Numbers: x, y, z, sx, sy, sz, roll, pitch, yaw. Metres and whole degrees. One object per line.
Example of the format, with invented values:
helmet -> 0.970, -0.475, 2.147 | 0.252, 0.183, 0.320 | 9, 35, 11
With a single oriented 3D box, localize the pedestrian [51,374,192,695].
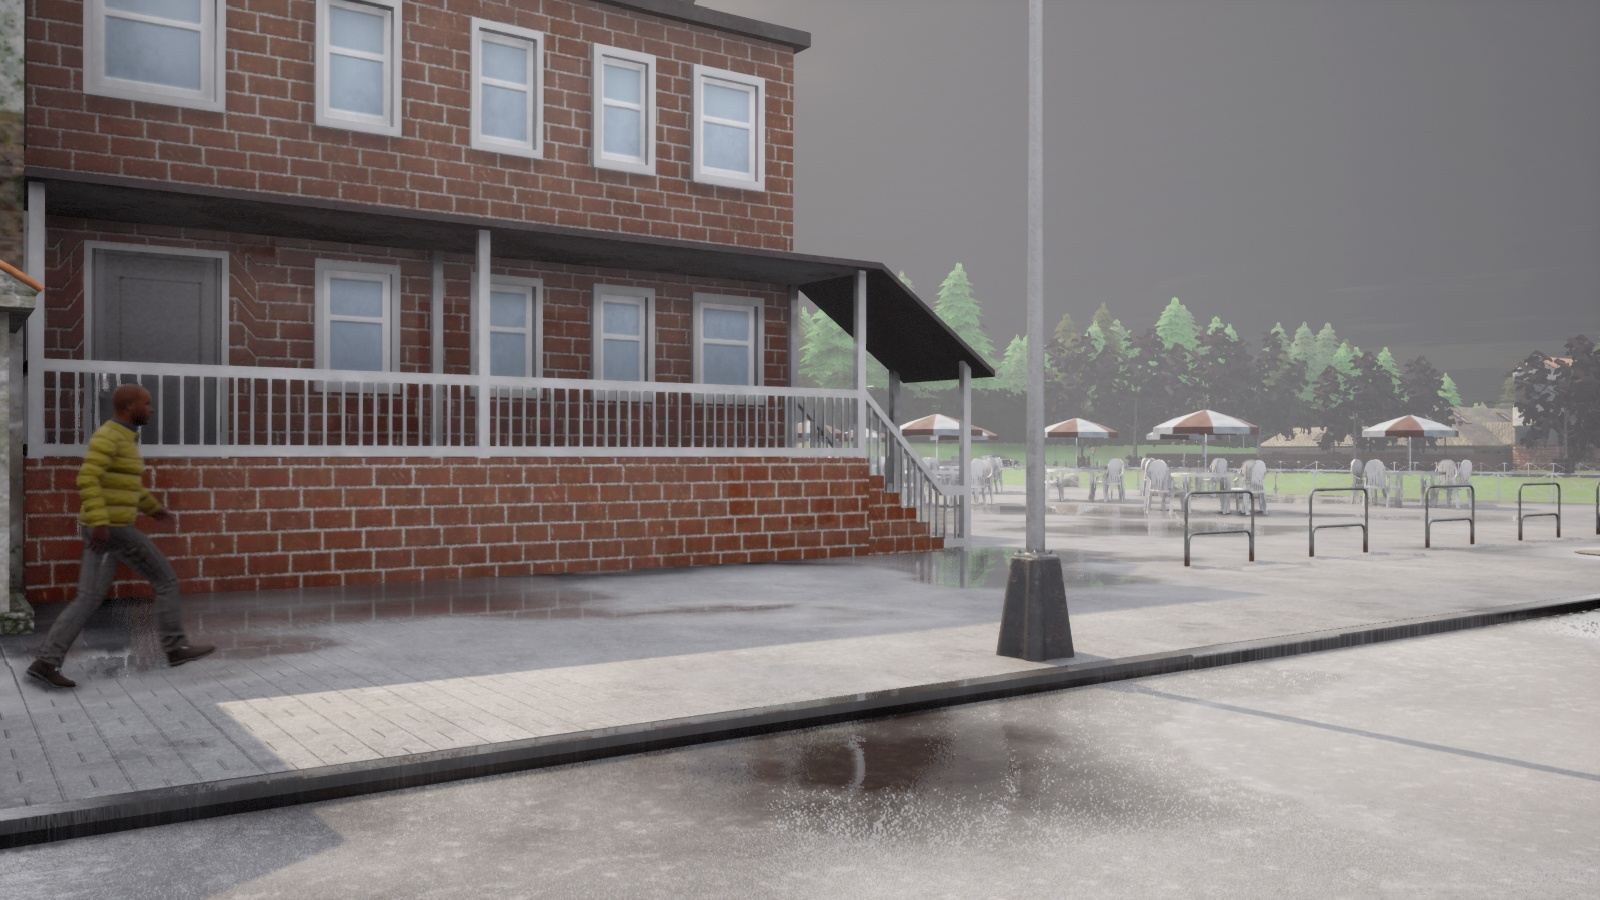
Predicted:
pedestrian -> -4.058, 0.482, 7.522 | 0.726, 1.835, 0.370 | 0, 0, -29
